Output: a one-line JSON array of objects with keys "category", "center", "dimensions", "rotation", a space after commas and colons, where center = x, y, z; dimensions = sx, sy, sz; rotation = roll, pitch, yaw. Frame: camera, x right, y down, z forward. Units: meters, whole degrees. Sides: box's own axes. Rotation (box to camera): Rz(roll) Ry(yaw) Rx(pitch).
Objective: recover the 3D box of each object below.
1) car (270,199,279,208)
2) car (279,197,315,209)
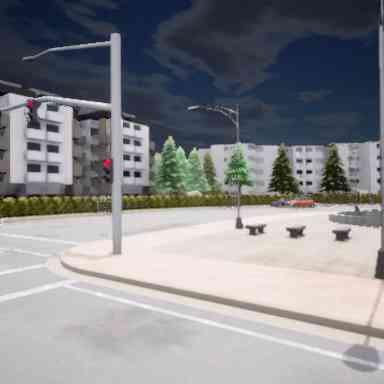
[{"category": "car", "center": [14.525, 1.716, 52.469], "dimensions": [4.892, 1.490, 1.837], "rotation": [0, -1, -23]}, {"category": "car", "center": [15.820, 1.526, 49.213], "dimensions": [4.553, 1.767, 2.097], "rotation": [0, 0, -23]}]
